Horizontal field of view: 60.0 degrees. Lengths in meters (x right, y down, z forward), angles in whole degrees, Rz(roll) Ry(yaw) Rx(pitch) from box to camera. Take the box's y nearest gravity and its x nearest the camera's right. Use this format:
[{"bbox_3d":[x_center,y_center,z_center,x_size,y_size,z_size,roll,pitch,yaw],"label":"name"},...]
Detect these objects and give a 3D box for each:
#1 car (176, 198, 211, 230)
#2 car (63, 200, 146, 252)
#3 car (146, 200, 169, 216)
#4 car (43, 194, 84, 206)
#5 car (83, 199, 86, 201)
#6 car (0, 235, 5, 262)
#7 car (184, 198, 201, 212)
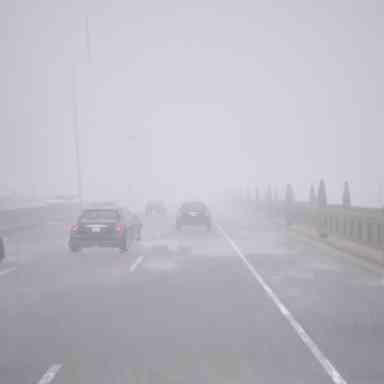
[{"bbox_3d":[0.099,1.353,21.417,2.097,1.767,4.553,0,0,0],"label":"car"},{"bbox_3d":[-3.401,1.353,13.954,2.097,1.767,4.553,0,0,0],"label":"car"},{"bbox_3d":[-3.405,1.506,32.111,1.837,1.490,4.892,0,0,0],"label":"car"},{"bbox_3d":[-14.058,1.225,36.043,2.150,2.045,5.566,0,0,1],"label":"car"},{"bbox_3d":[-6.903,1.506,26.670,1.837,1.490,4.892,0,0,0],"label":"car"},{"bbox_3d":[-6.901,1.352,8.584,2.097,1.767,4.553,0,0,0],"label":"car"},{"bbox_3d":[0.084,1.479,39.320,1.882,1.535,5.008,0,0,0],"label":"car"}]
